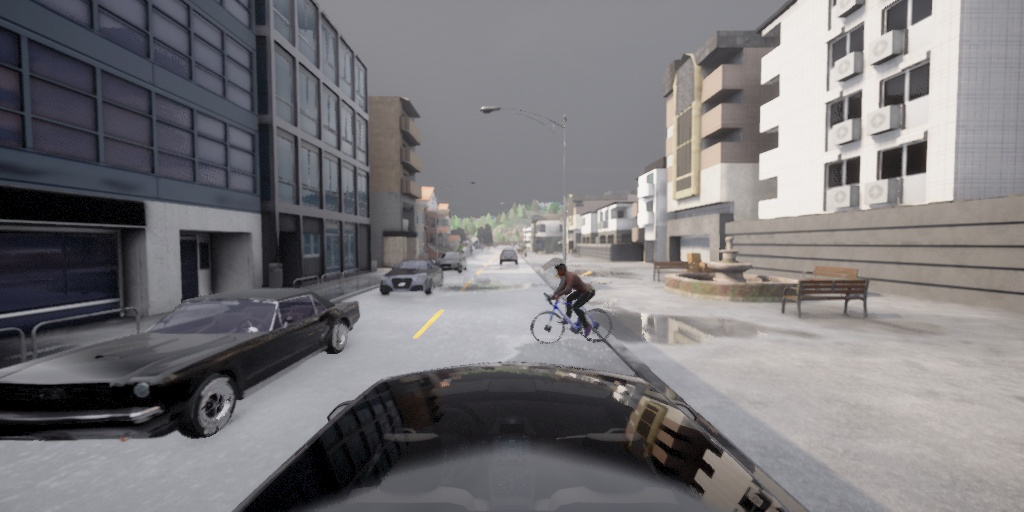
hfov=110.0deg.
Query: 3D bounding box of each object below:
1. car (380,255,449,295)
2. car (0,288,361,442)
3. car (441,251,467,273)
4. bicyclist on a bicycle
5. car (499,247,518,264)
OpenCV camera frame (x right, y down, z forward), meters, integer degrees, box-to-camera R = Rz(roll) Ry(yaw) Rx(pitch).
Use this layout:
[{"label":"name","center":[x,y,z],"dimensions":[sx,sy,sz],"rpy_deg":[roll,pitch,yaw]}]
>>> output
[{"label":"car","center":[-4.262,0.837,15.785],"dimensions":[1.994,1.385,4.181],"rpy_deg":[0,2,-1]},{"label":"car","center":[-4.133,1.238,5.411],"dimensions":[1.895,1.301,4.718],"rpy_deg":[0,2,-1]},{"label":"car","center":[-4.377,0.413,26.162],"dimensions":[1.837,1.490,4.892],"rpy_deg":[0,2,0]},{"label":"bicyclist on a bicycle","center":[1.179,0.961,7.196],"dimensions":[1.656,1.620,0.582],"rpy_deg":[-3,2,-1]},{"label":"car","center":[-0.329,0.079,36.380],"dimensions":[2.033,1.411,5.357],"rpy_deg":[0,2,-1]}]
